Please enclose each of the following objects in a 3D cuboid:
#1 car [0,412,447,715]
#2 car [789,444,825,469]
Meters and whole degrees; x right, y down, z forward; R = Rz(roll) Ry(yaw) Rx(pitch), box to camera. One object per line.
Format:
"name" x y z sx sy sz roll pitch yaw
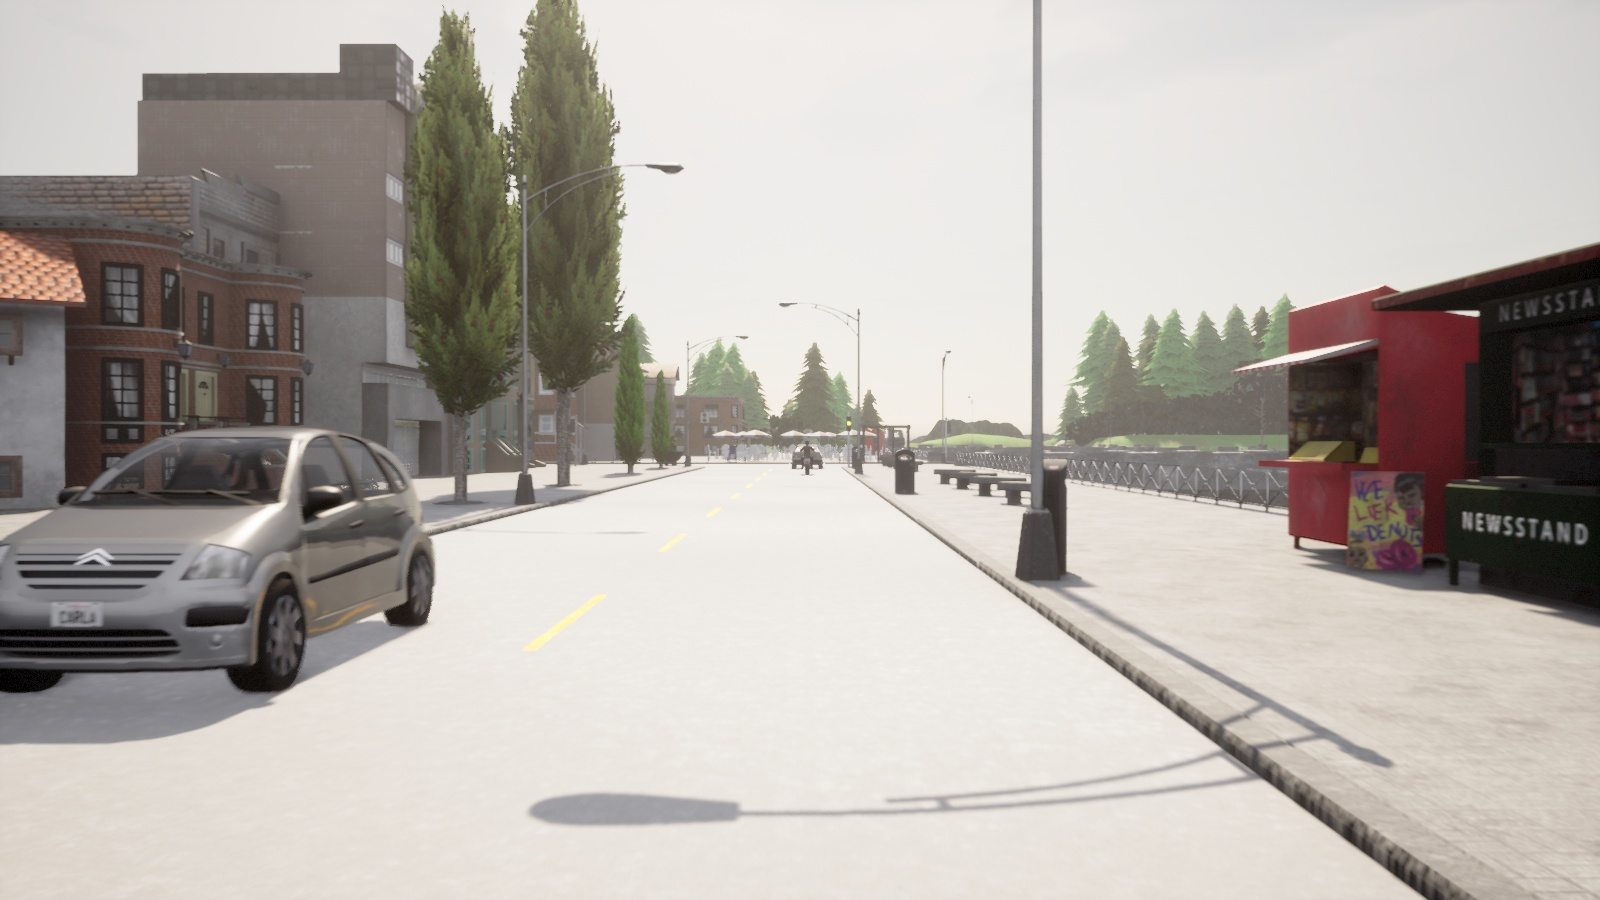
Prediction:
"car" -3.936 0.592 8.692 1.851 1.617 3.988 0 0 0
"car" 0.444 0.376 74.238 2.033 1.411 5.357 0 0 1
